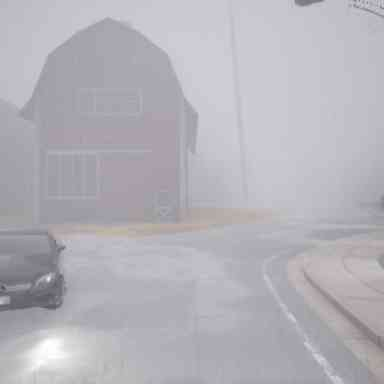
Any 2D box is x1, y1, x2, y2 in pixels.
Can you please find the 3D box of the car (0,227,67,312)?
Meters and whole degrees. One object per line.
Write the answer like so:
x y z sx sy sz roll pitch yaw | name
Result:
-4.007 1.598 7.833 1.812 1.442 4.674 1 -1 -19 | car
